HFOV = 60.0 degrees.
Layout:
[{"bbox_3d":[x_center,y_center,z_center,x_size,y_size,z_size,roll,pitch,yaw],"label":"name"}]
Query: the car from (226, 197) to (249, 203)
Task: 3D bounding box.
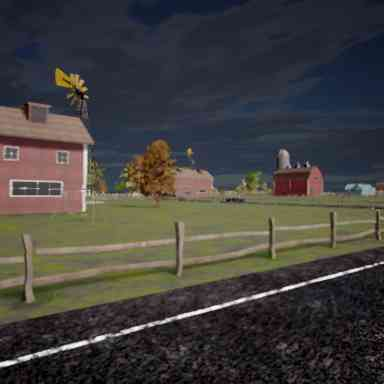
[{"bbox_3d":[9.078,1.555,66.475,1.895,1.301,4.718,1,-1,-36],"label":"car"}]
